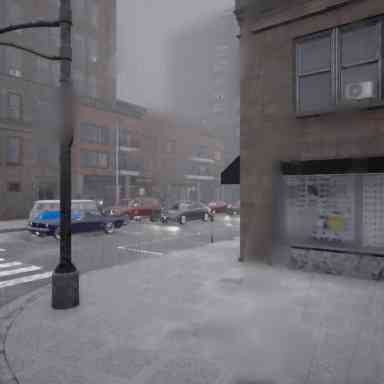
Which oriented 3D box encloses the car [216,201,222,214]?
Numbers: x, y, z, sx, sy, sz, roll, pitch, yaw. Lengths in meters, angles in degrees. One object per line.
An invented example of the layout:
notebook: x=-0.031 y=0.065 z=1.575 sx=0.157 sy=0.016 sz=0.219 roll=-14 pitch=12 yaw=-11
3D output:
car: x=2.276 y=1.575 z=33.364 sx=1.887 sy=1.381 sz=4.507 roll=0 pitch=0 yaw=36

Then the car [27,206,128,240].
car: x=-5.920 y=1.617 z=17.353 sx=1.895 sy=1.301 sz=4.718 roll=0 pitch=0 yaw=37

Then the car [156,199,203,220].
car: x=-1.002 y=1.466 z=28.829 sx=1.967 sy=1.590 sz=4.097 roll=0 pitch=0 yaw=36

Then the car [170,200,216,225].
car: x=-0.449 y=1.529 z=24.883 sx=1.837 sy=1.490 sz=4.892 roll=0 pitch=0 yaw=36

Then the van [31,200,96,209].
van: x=-7.556 y=1.358 z=19.757 sx=1.690 sy=1.788 sz=3.998 roll=0 pitch=0 yaw=36

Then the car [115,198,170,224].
car: x=-4.279 y=1.337 z=24.293 sx=2.192 sy=1.841 sz=5.009 roll=0 pitch=0 yaw=36

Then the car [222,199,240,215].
car: x=5.323 y=1.384 z=32.857 sx=2.097 sy=1.767 sz=4.553 roll=0 pitch=0 yaw=36
